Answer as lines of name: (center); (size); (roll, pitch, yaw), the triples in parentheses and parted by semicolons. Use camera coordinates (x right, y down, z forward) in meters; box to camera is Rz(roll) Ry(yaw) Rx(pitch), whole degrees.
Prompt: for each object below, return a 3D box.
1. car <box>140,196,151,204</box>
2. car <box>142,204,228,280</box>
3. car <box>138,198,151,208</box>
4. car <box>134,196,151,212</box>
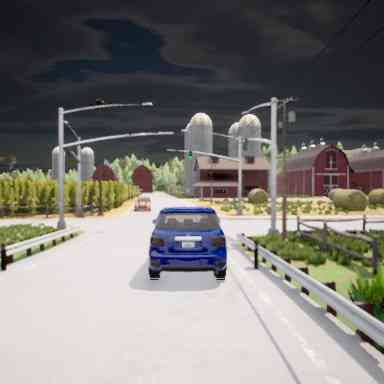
car: (-8.786, 1.532, 62.656); (1.994, 1.385, 4.181); (0, 1, -7)
car: (-0.163, 1.497, 10.942); (2.150, 2.045, 5.566); (0, -2, -1)
car: (-7.549, 1.644, 52.689); (1.994, 1.385, 4.181); (0, 1, -8)
car: (-6.346, 1.540, 43.027); (2.097, 1.767, 4.553); (0, 1, -7)
